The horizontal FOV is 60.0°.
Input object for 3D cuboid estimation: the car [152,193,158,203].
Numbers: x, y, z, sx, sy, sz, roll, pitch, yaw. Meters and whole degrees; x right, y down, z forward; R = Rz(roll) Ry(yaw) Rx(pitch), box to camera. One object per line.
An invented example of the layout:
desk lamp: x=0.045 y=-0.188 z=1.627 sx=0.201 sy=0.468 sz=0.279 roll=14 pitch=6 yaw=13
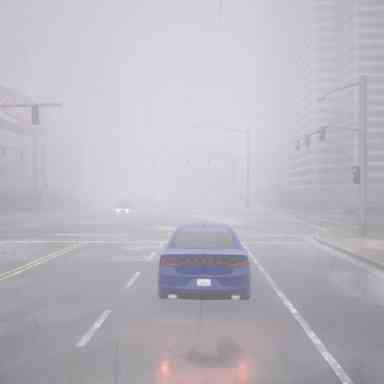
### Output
car: x=-8.289 y=1.543 z=68.987 sx=2.033 sy=1.411 sz=5.357 roll=0 pitch=0 yaw=2

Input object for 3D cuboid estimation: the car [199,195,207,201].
car: x=2.781 y=1.524 z=86.238 sx=1.812 sy=1.442 sz=4.674 roll=0 pitch=0 yaw=2

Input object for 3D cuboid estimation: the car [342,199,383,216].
car: x=17.234 y=1.505 z=32.366 sx=4.892 sy=1.490 sz=1.837 roll=0 pitch=0 yaw=2

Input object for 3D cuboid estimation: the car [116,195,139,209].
car: x=-9.133 y=1.564 z=46.216 sx=1.994 sy=1.385 sz=4.181 roll=0 pitch=0 yaw=2

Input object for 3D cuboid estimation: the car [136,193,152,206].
car: x=-8.761 y=1.225 z=57.150 sx=2.150 sy=2.045 sz=5.566 roll=0 pitch=0 yaw=2

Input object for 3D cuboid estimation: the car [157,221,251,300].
car: x=0.310 y=1.478 z=8.462 sx=1.882 sy=1.535 sz=5.008 roll=0 pitch=0 yaw=2
